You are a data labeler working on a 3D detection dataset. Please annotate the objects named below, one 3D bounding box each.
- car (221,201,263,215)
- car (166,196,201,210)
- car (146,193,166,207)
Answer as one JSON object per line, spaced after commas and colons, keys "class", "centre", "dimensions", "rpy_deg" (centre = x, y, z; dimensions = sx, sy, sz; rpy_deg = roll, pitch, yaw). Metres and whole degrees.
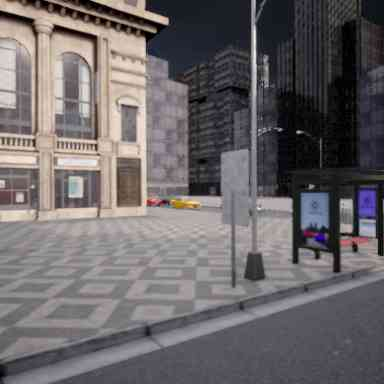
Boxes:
{"class": "car", "centre": [4.949, 1.450, 33.113], "dimensions": [2.128, 1.511, 4.902], "rpy_deg": [0, 0, -34]}
{"class": "car", "centre": [-0.822, 1.408, 41.669], "dimensions": [1.882, 1.535, 5.008], "rpy_deg": [0, 0, -34]}
{"class": "car", "centre": [-6.604, 1.120, 50.304], "dimensions": [2.150, 2.045, 5.566], "rpy_deg": [0, 0, -34]}
